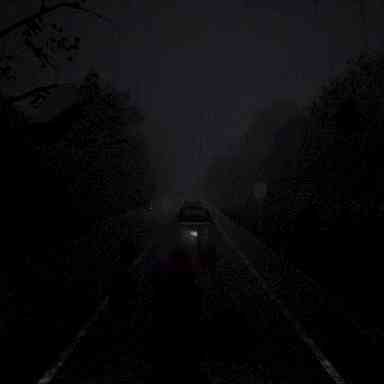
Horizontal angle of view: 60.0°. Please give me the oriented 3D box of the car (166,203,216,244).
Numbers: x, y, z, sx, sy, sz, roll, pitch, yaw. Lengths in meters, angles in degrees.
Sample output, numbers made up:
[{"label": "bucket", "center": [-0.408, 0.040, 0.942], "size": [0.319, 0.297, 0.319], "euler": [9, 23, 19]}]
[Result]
[{"label": "car", "center": [0.093, 1.475, 15.754], "size": [2.128, 1.511, 4.902], "euler": [0, 0, 0]}]

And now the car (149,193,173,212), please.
[{"label": "car", "center": [-3.595, 1.242, 37.806], "size": [2.097, 1.767, 4.553], "euler": [0, 0, 0]}]

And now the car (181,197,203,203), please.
[{"label": "car", "center": [0.095, 1.398, 32.612], "size": [1.882, 1.535, 5.008], "euler": [0, 0, 0]}]

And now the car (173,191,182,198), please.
[{"label": "car", "center": [-3.502, 0.759, 78.850], "size": [2.150, 2.045, 5.566], "euler": [0, 0, 0]}]
